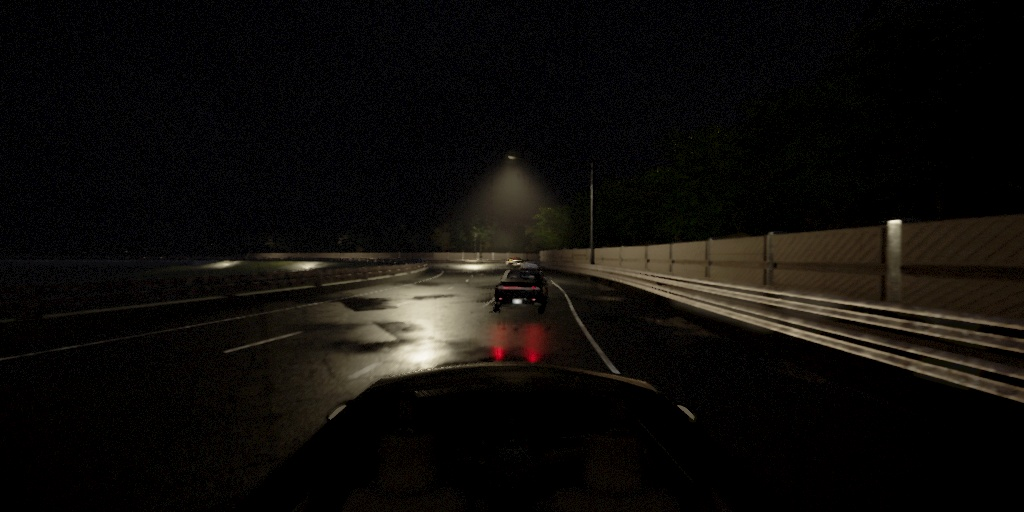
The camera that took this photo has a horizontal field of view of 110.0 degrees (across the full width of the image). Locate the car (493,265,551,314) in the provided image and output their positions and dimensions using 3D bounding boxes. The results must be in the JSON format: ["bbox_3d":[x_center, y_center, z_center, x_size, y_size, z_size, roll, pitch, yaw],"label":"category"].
[{"bbox_3d":[0.449,1.288,14.130,2.128,1.511,4.902,1,0,7],"label":"car"}]

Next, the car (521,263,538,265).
[{"bbox_3d":[1.389,1.344,28.483,2.128,1.511,4.902,1,0,0],"label":"car"}]
